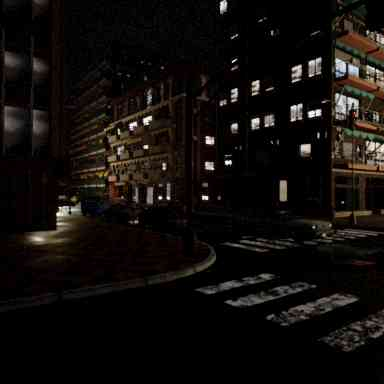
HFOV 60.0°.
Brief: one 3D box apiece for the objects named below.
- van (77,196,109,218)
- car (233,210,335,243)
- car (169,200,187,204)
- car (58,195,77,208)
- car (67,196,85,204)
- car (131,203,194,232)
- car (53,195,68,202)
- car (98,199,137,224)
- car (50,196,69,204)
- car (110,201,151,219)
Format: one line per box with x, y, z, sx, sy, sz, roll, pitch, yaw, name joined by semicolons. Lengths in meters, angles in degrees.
-8.363;1.265;28.985;1.690;1.788;3.998;0;0;-36;van
4.320;1.571;16.213;1.895;1.301;4.718;0;0;-41;car
-1.659;1.487;34.014;1.752;1.417;4.829;0;0;-36;car
-17.550;1.512;46.302;1.895;1.301;4.718;0;0;-35;car
-21.493;1.447;61.607;1.752;1.417;4.829;0;0;-36;car
-1.753;1.526;19.787;1.802;1.307;4.206;0;0;-36;car
-28.005;1.360;70.667;1.967;1.590;4.097;0;0;-36;car
-4.959;1.458;24.248;1.752;1.417;4.829;0;0;-36;car
-24.450;1.456;61.263;2.033;1.411;5.357;0;0;-35;car
-5.544;1.502;29.496;1.994;1.385;4.181;0;0;-36;car
